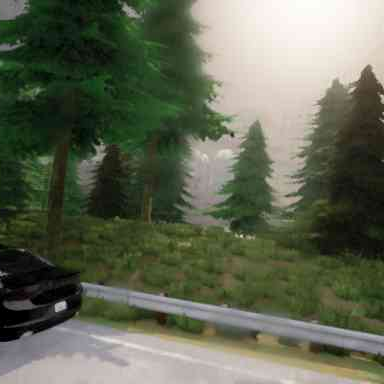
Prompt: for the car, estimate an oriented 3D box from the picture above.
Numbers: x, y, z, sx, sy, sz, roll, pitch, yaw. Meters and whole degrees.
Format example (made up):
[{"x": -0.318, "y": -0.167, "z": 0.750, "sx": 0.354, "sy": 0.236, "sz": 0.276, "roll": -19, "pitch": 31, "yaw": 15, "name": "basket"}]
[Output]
[{"x": -4.519, "y": 1.705, "z": 6.375, "sx": 5.008, "sy": 1.535, "sz": 1.882, "roll": 1, "pitch": -3, "yaw": 19, "name": "car"}]
